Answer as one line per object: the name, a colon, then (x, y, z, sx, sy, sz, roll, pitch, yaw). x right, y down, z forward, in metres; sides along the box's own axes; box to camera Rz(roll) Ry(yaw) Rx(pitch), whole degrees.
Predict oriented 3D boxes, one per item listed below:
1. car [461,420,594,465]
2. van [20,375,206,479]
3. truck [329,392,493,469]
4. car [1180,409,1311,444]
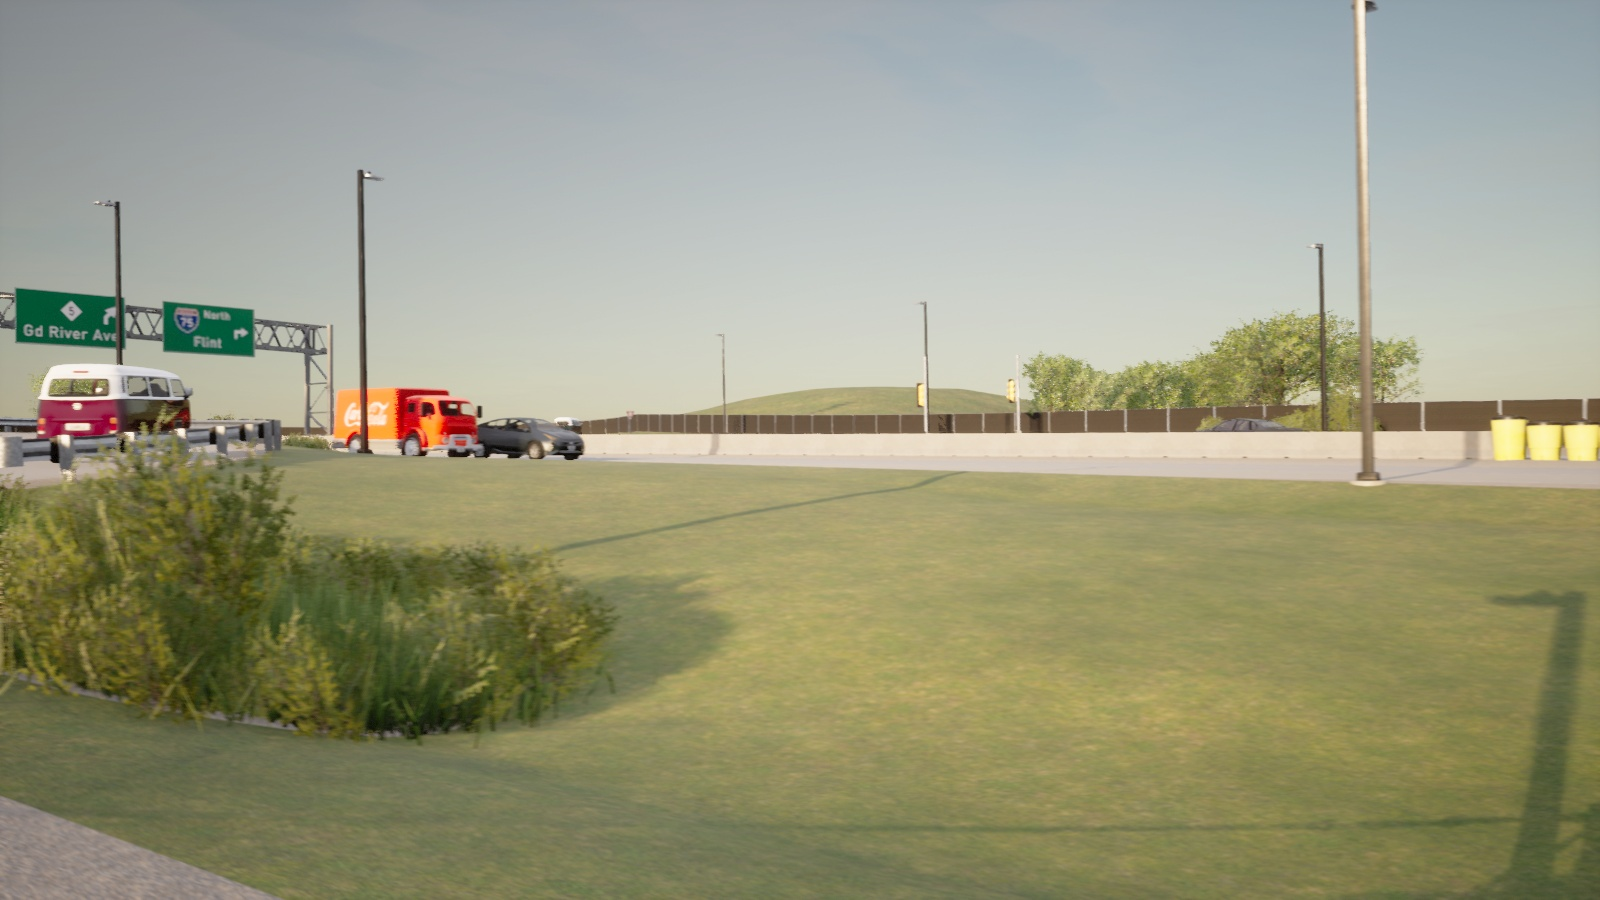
car: (-9.619, -0.253, 44.274, 4.514, 1.525, 2.007, -1, 1, 35)
van: (-14.822, -0.551, 27.419, 2.069, 2.038, 4.480, -2, 2, -8)
truck: (-13.185, -0.619, 42.476, 5.204, 2.467, 2.627, -1, 1, 35)
car: (19.369, -1.024, 54.875, 2.033, 1.411, 5.357, -2, 1, -30)
